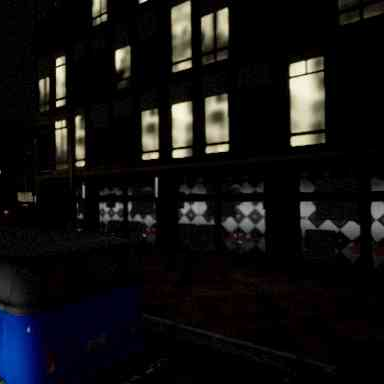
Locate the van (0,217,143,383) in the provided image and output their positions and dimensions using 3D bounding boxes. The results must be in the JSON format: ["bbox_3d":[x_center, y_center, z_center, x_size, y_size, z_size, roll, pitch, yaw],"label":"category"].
[{"bbox_3d":[-2.533,1.403,4.647,3.998,1.788,1.690,-1,-1,36],"label":"van"}]

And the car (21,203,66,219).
[{"bbox_3d":[-16.054,1.990,36.110,1.967,1.590,4.097,-2,-1,35],"label":"car"}]

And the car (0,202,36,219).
[{"bbox_3d":[-12.419,1.694,26.760,2.192,1.841,5.009,-2,-1,35],"label":"car"}]

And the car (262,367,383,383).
[{"bbox_3d":[2.100,1.568,1.341,4.206,1.307,1.802,-1,-1,36],"label":"car"}]
